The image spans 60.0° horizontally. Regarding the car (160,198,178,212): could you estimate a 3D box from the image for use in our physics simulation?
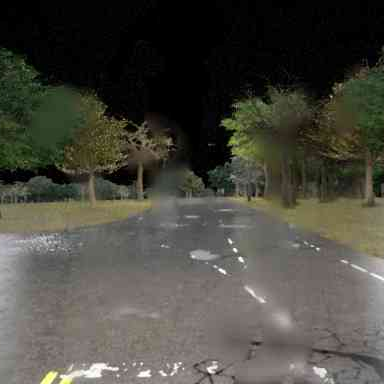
[{"bbox_3d":[-2.627,1.504,38.755,2.128,1.511,4.902,-1,1,2],"label":"car"}]
